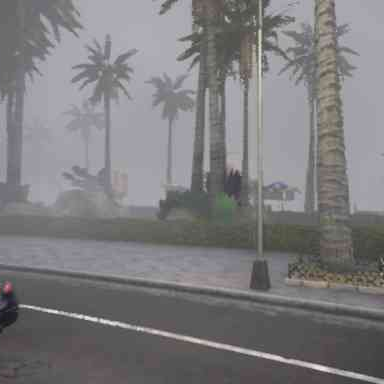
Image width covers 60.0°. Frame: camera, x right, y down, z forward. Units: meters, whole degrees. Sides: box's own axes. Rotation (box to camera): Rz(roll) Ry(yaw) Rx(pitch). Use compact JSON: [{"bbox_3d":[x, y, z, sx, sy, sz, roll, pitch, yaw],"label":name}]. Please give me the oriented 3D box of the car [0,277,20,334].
[{"bbox_3d":[-4.963,1.659,5.501,4.181,1.385,1.994,0,-1,23],"label":"car"}]
